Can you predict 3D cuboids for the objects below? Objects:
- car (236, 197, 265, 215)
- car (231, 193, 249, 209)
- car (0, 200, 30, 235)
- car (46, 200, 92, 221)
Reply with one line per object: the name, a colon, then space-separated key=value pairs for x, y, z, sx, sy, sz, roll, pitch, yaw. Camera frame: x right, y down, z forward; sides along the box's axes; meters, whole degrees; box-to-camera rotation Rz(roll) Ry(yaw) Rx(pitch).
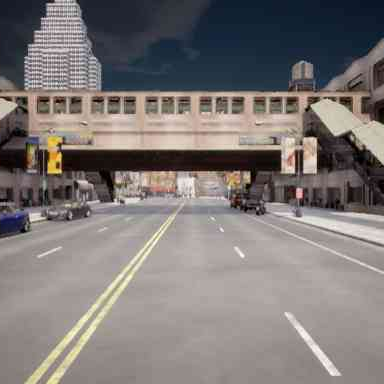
car: x=6.725 y=1.577 z=38.584 sx=1.895 sy=1.301 sz=4.718 roll=0 pitch=0 yaw=0
car: x=6.680 y=1.211 z=45.981 sx=2.435 sy=2.045 sz=5.566 roll=0 pitch=0 yaw=0
car: x=-10.040 y=1.333 z=16.580 sx=2.185 sy=1.767 sz=4.553 roll=0 pitch=0 yaw=0
car: x=-10.005 y=1.461 z=27.356 sx=2.231 sy=1.521 sz=4.892 roll=0 pitch=0 yaw=10
